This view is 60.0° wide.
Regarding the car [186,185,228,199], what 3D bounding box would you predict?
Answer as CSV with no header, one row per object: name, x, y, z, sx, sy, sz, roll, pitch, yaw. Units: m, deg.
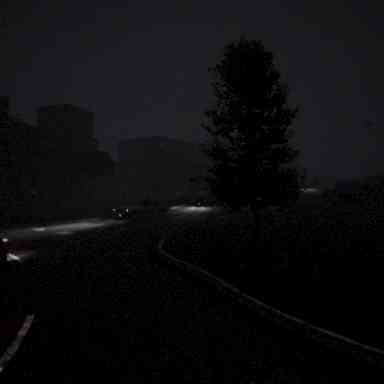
car,1.939,0.034,42.268,4.792,1.488,2.163,-2,3,17

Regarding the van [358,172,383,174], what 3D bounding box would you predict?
van,24.153,-1.157,42.630,4.442,1.987,1.878,0,4,19

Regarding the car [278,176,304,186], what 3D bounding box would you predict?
car,19.552,-2.160,65.720,4.892,1.521,2.231,-2,3,17

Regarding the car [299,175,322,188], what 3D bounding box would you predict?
car,19.332,-1.471,54.806,1.882,1.535,5.008,0,4,37

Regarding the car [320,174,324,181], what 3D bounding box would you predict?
car,26.640,-2.978,75.049,4.674,1.452,2.002,-2,3,17

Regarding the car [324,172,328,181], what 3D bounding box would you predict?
car,28.436,-3.347,77.344,4.553,1.767,2.185,-2,3,18

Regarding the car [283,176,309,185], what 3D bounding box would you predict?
car,21.323,-2.376,68.047,4.892,1.521,2.231,-2,3,17

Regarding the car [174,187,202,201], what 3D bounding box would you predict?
car,0.149,0.263,39.918,4.674,1.452,2.002,-2,3,17

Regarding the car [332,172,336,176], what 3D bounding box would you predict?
car,31.970,-3.611,82.016,5.008,1.535,2.097,-2,3,18

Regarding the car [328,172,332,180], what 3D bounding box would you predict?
car,30.201,-3.421,79.687,5.008,1.535,2.097,-2,3,18

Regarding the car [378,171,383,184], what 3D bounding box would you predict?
car,35.181,-2.517,56.818,5.566,2.045,2.435,-1,4,17

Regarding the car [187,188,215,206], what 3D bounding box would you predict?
car,2.247,0.558,34.197,2.033,1.411,5.357,0,4,37

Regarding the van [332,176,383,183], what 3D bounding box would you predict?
van,16.663,-0.270,33.290,4.442,1.987,1.878,0,4,19

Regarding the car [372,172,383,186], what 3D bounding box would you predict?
car,31.512,-2.072,52.068,5.566,2.045,2.435,-1,4,18

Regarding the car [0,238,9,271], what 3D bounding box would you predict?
car,-5.649,1.555,8.007,2.033,1.411,5.357,1,0,-25

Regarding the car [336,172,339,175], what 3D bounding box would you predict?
car,33.584,-3.797,84.392,5.366,1.575,1.946,-2,3,18

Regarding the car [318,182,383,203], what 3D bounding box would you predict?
car,14.683,0.178,31.011,5.008,1.535,2.097,0,4,19

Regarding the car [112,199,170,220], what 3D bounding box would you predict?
car,-3.910,1.281,25.988,1.895,1.301,4.718,0,3,38

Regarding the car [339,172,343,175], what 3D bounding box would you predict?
car,35.503,-4.227,86.650,5.566,2.045,2.435,-2,3,18

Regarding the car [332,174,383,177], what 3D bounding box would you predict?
car,18.393,-0.515,35.660,5.566,2.045,2.435,0,4,19
